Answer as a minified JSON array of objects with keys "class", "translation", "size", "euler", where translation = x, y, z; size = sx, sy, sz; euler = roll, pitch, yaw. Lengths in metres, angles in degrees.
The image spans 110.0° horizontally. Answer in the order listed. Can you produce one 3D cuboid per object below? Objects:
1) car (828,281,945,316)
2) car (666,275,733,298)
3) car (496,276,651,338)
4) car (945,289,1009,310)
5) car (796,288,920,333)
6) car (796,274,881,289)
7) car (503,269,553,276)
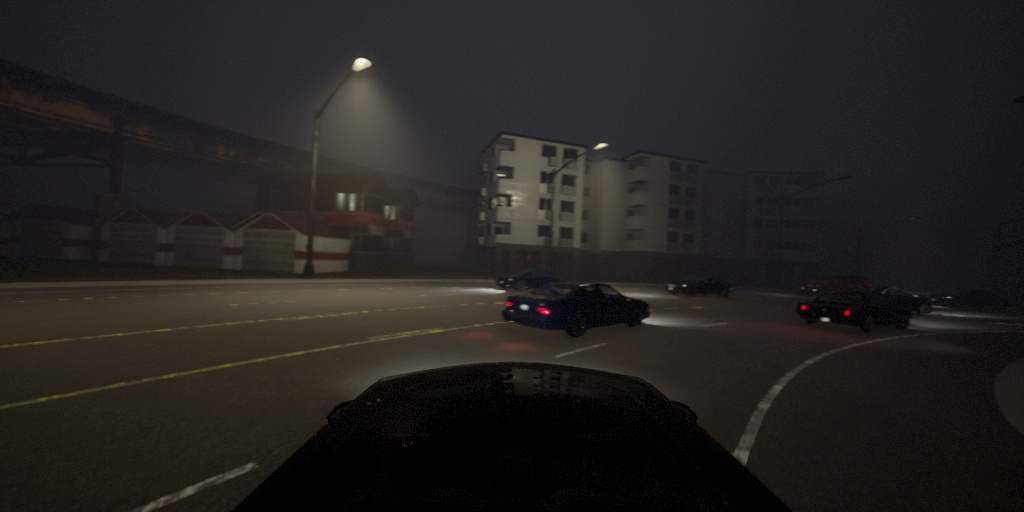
[{"class":"car","translation":[20.858,2.435,20.056],"size":[4.902,1.511,2.128],"euler":[3,-1,-13]},{"class":"car","translation":[13.195,2.084,25.282],"size":[4.902,1.511,2.128],"euler":[3,-1,-19]},{"class":"car","translation":[2.158,1.474,10.910],"size":[5.357,1.411,2.033],"euler":[3,-1,-42]},{"class":"car","translation":[35.462,3.270,27.947],"size":[4.674,1.442,1.812],"euler":[3,0,6]},{"class":"car","translation":[13.446,2.123,14.019],"size":[4.718,1.301,1.895],"euler":[3,0,-25]},{"class":"car","translation":[28.426,2.636,31.649],"size":[5.566,2.045,2.150],"euler":[3,-1,-1]},{"class":"car","translation":[1.067,1.525,23.155],"size":[4.181,1.385,1.994],"euler":[3,-1,-32]}]
